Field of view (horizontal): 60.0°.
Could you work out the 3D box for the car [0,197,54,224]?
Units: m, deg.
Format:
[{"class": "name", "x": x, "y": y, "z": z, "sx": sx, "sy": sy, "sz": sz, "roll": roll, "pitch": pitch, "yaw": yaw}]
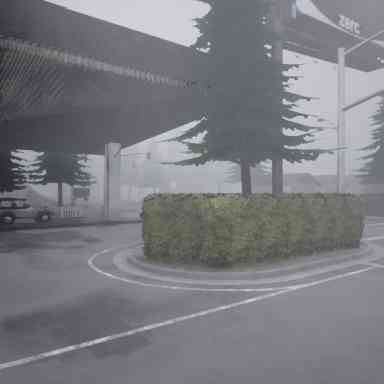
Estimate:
[{"class": "car", "x": -11.961, "y": 1.313, "z": 23.491, "sx": 3.866, "sy": 1.878, "sz": 1.905, "roll": 0, "pitch": 0, "yaw": -36}]
